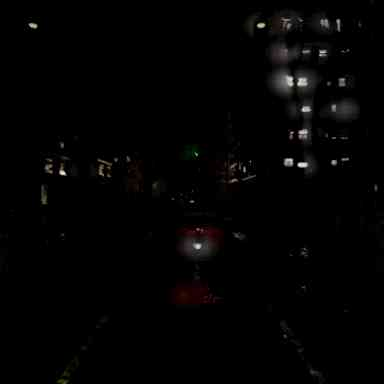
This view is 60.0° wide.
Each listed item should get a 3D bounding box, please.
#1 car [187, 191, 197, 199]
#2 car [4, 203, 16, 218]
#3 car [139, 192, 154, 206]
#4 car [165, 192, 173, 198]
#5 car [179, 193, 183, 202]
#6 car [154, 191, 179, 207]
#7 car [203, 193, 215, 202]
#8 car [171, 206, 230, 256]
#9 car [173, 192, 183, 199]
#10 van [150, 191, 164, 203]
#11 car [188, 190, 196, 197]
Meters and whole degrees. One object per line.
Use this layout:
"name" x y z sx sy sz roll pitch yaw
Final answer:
"car" 0.009 0.665 70.419 1.882 1.535 5.008 0 1 0
"car" -16.388 1.335 25.819 5.008 1.535 1.882 0 -1 2
"car" -5.748 1.056 42.752 1.887 1.381 4.507 1 1 0
"car" -5.667 0.640 82.552 1.802 1.307 4.206 1 1 0
"car" -3.059 0.713 55.798 2.097 1.767 4.553 0 1 0
"car" -3.084 0.881 41.167 2.097 1.767 4.553 0 1 0
"car" 2.712 0.821 54.179 1.967 1.590 4.097 1 1 0
"car" 0.352 1.362 12.464 1.837 1.490 4.892 0 1 4
"car" -2.992 0.779 71.025 1.895 1.301 4.718 0 1 0
"van" -5.666 0.722 54.118 1.690 1.788 3.998 1 1 0
"car" 0.009 0.388 80.842 1.882 1.535 5.008 0 1 0
